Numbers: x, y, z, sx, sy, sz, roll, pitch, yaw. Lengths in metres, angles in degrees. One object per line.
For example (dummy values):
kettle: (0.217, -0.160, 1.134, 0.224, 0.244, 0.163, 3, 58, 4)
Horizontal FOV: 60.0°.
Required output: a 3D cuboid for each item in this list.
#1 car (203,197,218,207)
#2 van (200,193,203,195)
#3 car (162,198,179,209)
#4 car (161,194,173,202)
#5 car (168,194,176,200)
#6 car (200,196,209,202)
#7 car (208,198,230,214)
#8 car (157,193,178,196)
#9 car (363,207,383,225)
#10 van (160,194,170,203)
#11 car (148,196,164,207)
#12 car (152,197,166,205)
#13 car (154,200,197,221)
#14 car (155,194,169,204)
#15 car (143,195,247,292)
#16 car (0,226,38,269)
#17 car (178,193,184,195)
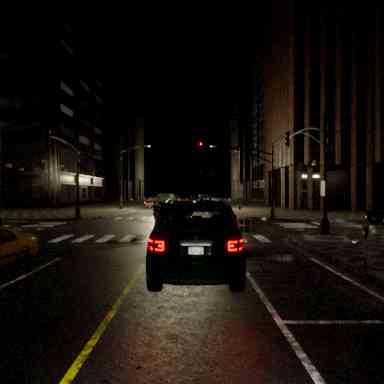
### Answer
car: (2.872, 1.550, 52.379, 2.008, 1.369, 4.403, 0, 0, 0)
van: (2.907, 1.346, 69.206, 1.690, 1.788, 3.998, 0, 0, 0)
car: (-2.935, 1.562, 46.465, 1.994, 1.385, 4.181, 0, 0, 1)
car: (-5.606, 1.323, 74.817, 2.192, 1.841, 5.009, 0, 0, 0)
car: (-5.572, 1.461, 91.645, 1.967, 1.590, 4.097, 0, 0, 0)
car: (2.930, 1.578, 80.424, 1.947, 1.339, 4.313, 0, 0, 0)
car: (2.838, 1.438, 35.553, 1.967, 1.590, 4.097, 0, 0, 0)
car: (-2.996, 1.219, 36.593, 2.150, 2.045, 5.566, 0, 0, 0)
car: (14.853, 1.562, 23.806, 4.892, 1.490, 1.837, 0, 0, 0)
van: (-5.618, 1.346, 69.206, 1.690, 1.788, 3.998, 0, 0, 0)
car: (-5.652, 1.440, 52.379, 1.967, 1.590, 4.097, 0, 0, 0)
car: (-5.641, 1.552, 57.988, 2.008, 1.369, 4.403, 0, 0, 0)
car: (-1.263, 1.493, 28.538, 2.128, 1.511, 4.902, 0, 0, 17)
car: (-5.629, 1.318, 63.598, 2.192, 1.841, 5.009, 0, 0, 0)
car: (0.098, 1.220, 9.060, 2.150, 2.045, 5.566, 0, 0, 0)
car: (-5.743, 1.524, 8.606, 1.752, 1.417, 4.829, 0, 0, 0)
car: (-2.912, 1.352, 56.343, 2.097, 1.767, 4.553, 0, 0, 1)
